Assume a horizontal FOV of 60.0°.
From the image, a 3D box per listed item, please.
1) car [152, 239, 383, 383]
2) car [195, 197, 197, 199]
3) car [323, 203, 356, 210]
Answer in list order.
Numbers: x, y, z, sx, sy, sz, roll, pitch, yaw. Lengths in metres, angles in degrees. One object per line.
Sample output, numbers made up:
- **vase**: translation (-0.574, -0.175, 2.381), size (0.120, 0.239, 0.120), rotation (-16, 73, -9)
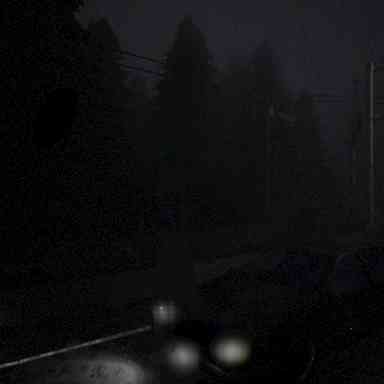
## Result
- **car**: translation (2.069, 1.547, 5.455), size (5.357, 1.411, 2.033), rotation (0, 0, -35)
- **car**: translation (-0.165, 1.601, 65.211), size (4.718, 1.301, 1.895), rotation (0, 0, 27)
- **car**: translation (16.977, 1.504, 39.034), size (1.837, 1.490, 4.892), rotation (1, 0, -17)
